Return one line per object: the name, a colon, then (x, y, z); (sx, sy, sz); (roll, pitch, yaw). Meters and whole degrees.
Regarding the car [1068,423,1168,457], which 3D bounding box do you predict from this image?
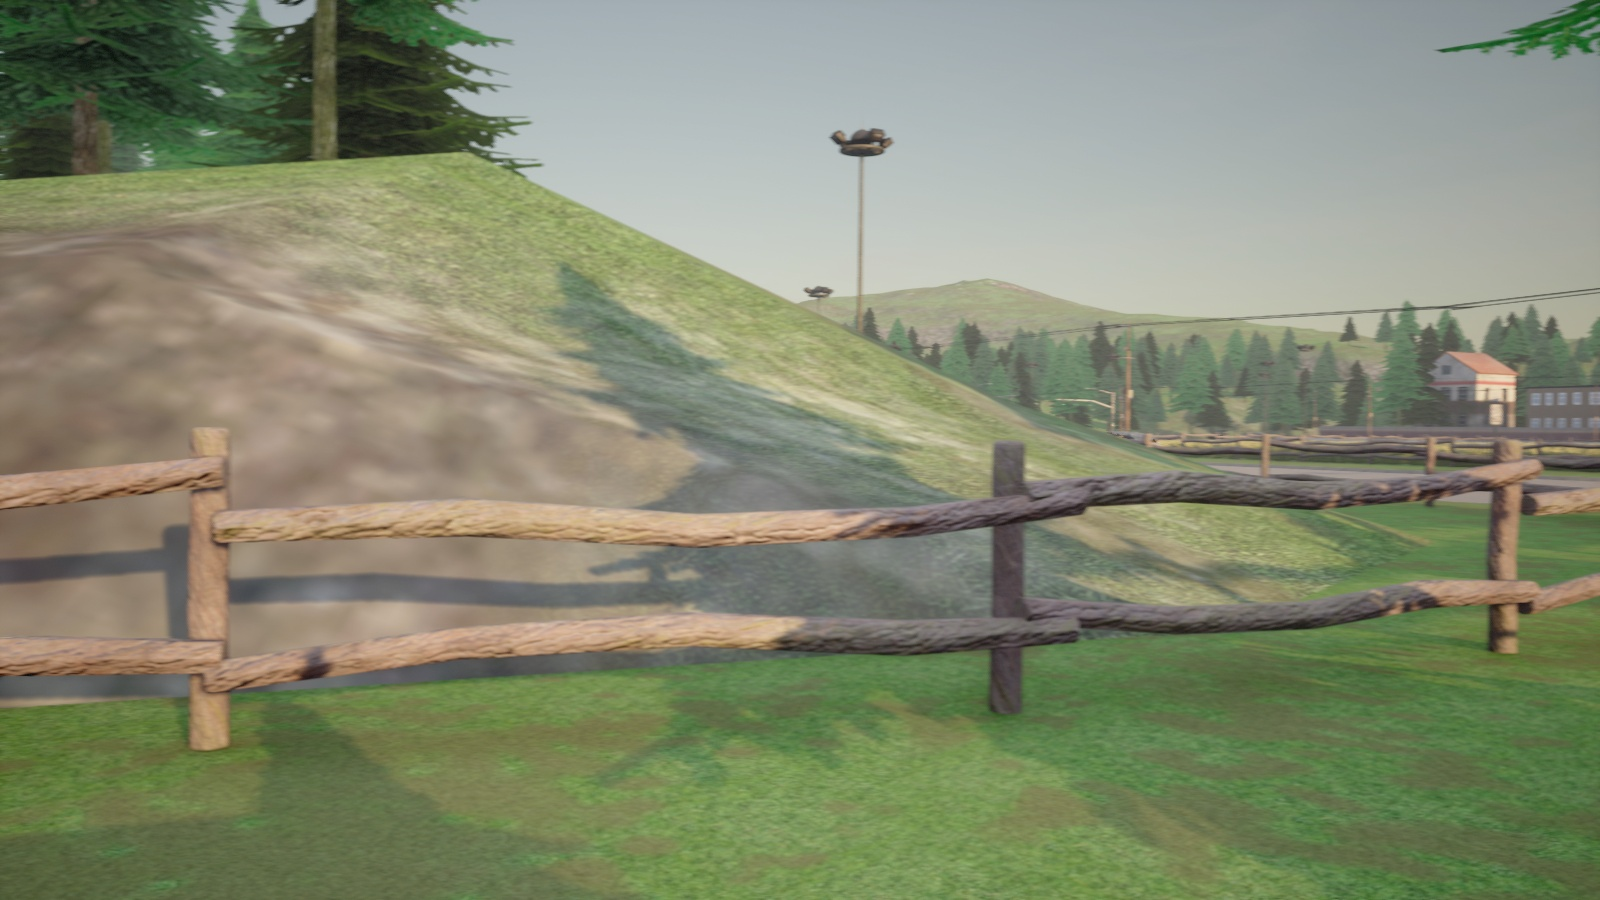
car: (14.948, -0.470, 59.239); (2.007, 1.525, 4.514); (-1, 1, -28)
